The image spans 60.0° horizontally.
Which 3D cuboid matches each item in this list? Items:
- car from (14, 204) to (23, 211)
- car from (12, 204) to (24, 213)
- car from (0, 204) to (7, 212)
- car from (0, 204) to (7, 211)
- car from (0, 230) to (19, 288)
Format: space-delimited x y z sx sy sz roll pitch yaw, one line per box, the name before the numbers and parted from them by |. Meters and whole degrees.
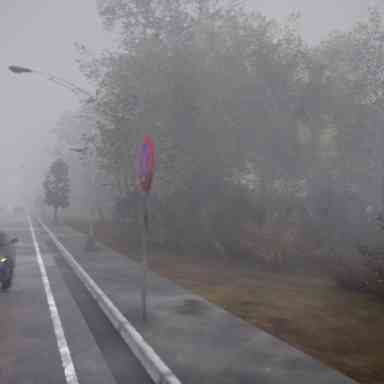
car | -41.521 3.721 79.768 1.882 1.535 5.008 3 -3 -27
car | -36.837 3.597 70.462 1.837 1.490 4.892 3 -3 -27
car | -40.135 3.498 69.232 1.994 1.385 4.181 3 -3 -27
car | -44.646 3.607 78.196 1.812 1.442 4.674 3 -3 -27
car | -6.134 1.793 9.556 1.812 1.442 4.674 3 -3 -27
